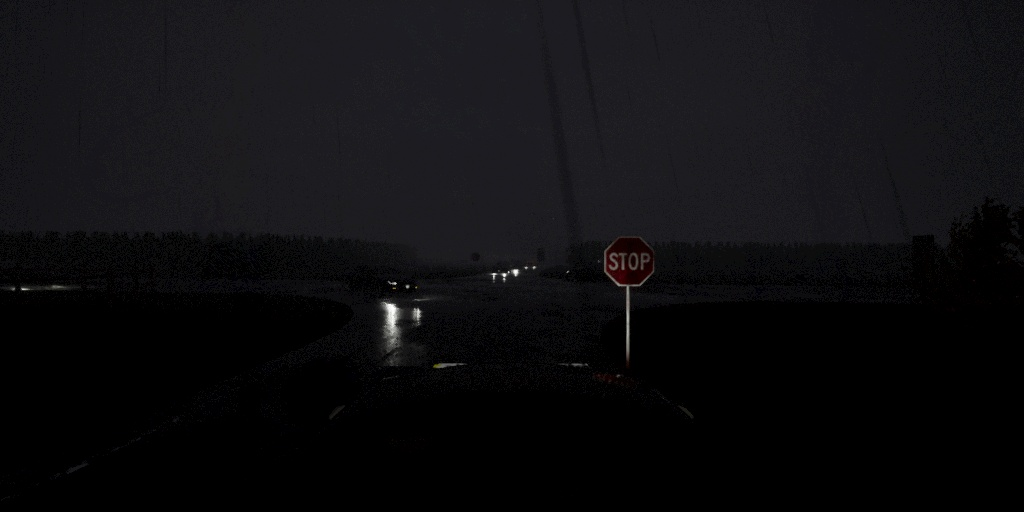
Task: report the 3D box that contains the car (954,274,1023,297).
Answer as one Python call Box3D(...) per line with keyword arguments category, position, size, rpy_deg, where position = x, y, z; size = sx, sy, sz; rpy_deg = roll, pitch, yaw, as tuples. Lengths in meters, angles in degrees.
Box3D(category="car", position=(25.682, 1.422, 18.280), size=(4.892, 1.490, 1.837), rpy_deg=(0, 0, 6))

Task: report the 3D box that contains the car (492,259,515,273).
Box3D(category="car", position=(-1.196, 1.320, 43.777), size=(2.033, 1.411, 5.357), rpy_deg=(0, 0, 7))

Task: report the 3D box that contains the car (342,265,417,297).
Box3D(category="car", position=(-6.944, 1.211, 18.665), size=(4.892, 1.490, 1.837), rpy_deg=(1, -2, 37))

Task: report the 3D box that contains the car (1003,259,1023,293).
Box3D(category="car", position=(33.514, 1.195, 21.167), size=(5.566, 2.045, 2.150), rpy_deg=(0, 0, 6))

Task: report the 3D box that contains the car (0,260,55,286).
Box3D(category="car", position=(-31.595, 1.013, 22.330), size=(5.008, 1.535, 1.882), rpy_deg=(0, 0, 3))

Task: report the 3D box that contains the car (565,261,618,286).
Box3D(category="car", position=(6.172, 1.164, 26.110), size=(4.553, 1.767, 2.097), rpy_deg=(0, 0, 31))

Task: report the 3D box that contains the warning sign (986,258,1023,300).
Box3D(category="warning sign", position=(21.220, 0.997, 15.289), size=(1.060, 1.860, 1.300), rpy_deg=(0, 0, 6))

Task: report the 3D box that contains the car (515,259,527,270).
Box3D(category="car", position=(0.449, 1.276, 54.933), size=(2.128, 1.511, 4.902), rpy_deg=(0, 0, 10))
